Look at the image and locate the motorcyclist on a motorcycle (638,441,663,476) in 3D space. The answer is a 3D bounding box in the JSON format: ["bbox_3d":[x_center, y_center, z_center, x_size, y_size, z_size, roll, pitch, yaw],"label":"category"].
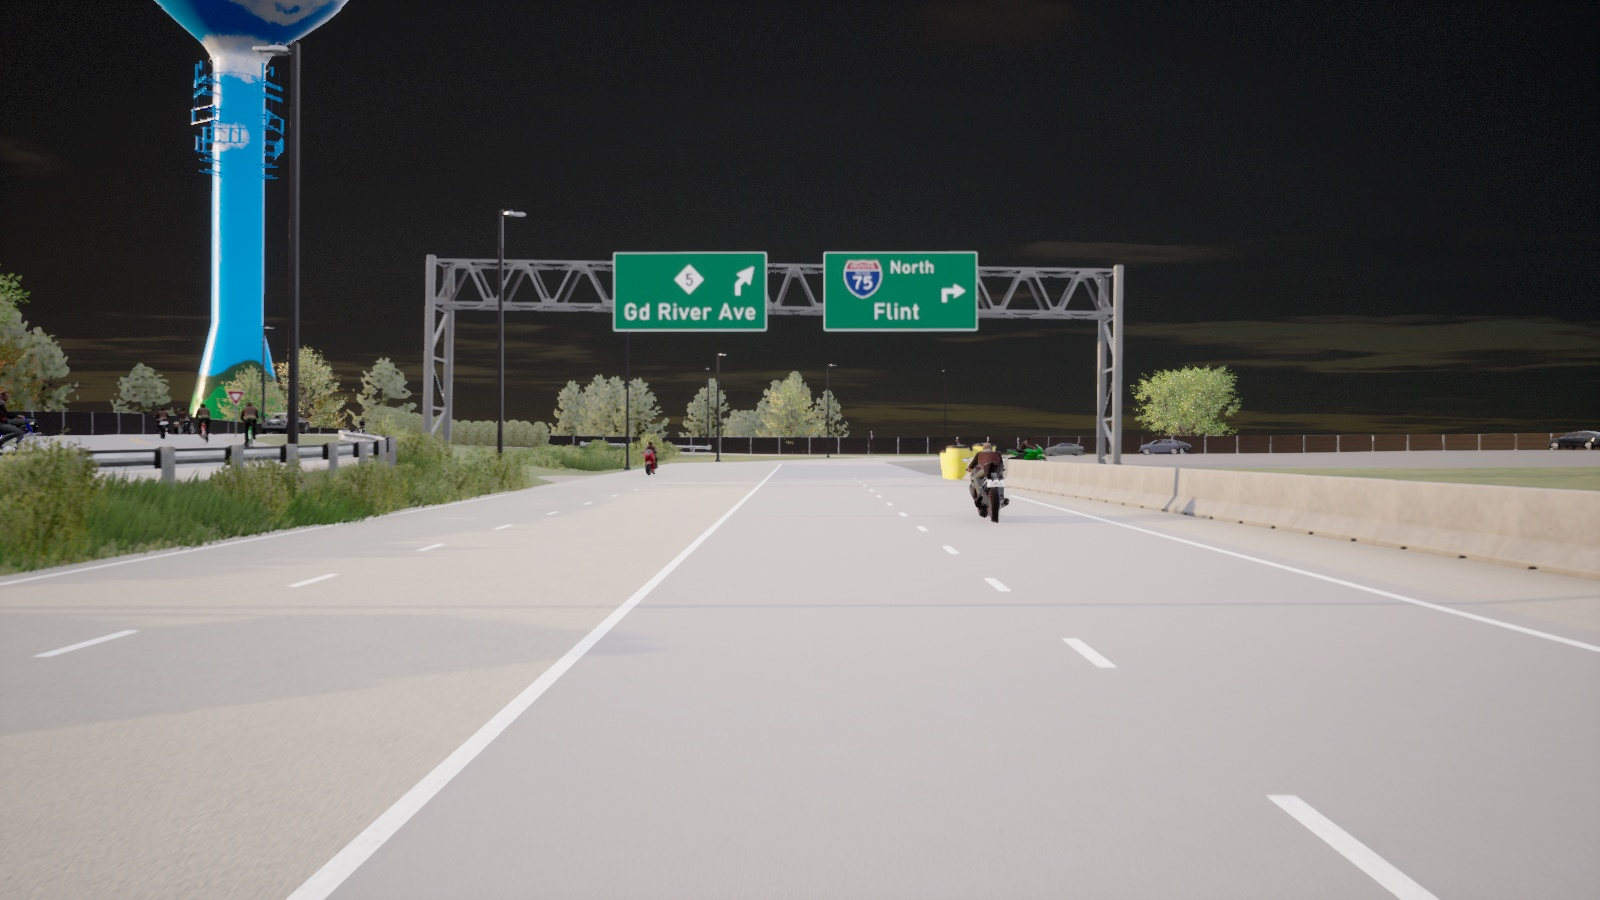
[{"bbox_3d":[-6.628,0.370,55.580,0.797,1.523,2.044,0,0,2],"label":"motorcyclist on a motorcycle"}]

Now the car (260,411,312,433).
[{"bbox_3d":[-35.980,-1.945,87.976,1.970,1.475,3.806,0,1,3],"label":"car"}]

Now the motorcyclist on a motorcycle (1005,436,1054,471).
[{"bbox_3d":[10.548,0.158,57.751,2.044,1.523,0.797,-2,-2,30],"label":"motorcyclist on a motorcycle"}]

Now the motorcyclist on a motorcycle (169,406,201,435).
[{"bbox_3d":[-36.101,-1.740,73.752,0.766,1.649,2.350,0,1,-1],"label":"motorcyclist on a motorcycle"}]

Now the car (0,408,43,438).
[{"bbox_3d":[-36.054,-1.196,55.199,1.895,1.301,4.718,1,1,16],"label":"car"}]

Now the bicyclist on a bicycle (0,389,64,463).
[{"bbox_3d":[-19.079,-0.584,30.632,1.843,1.776,0.659,-2,1,-35],"label":"bicyclist on a bicycle"}]

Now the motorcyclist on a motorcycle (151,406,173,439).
[{"bbox_3d":[-30.186,-1.321,59.386,0.797,1.523,2.044,0,1,-31],"label":"motorcyclist on a motorcycle"}]

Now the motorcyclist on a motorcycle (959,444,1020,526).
[{"bbox_3d":[3.657,0.643,24.465,0.866,1.530,2.191,0,0,0],"label":"motorcyclist on a motorcycle"}]
